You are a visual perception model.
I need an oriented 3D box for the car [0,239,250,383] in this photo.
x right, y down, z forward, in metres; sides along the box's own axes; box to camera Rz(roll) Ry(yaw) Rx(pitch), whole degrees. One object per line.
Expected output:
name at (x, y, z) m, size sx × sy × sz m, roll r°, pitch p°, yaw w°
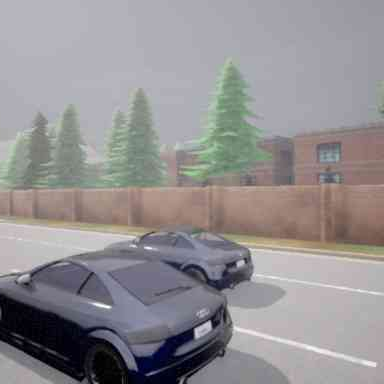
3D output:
car at (-1.501, 1.584, 5.059) m, size 4.181 × 1.385 × 1.994 m, roll 0°, pitch 0°, yaw 36°

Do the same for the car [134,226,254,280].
car at (-0.535, 1.590, 8.671) m, size 4.181 × 1.385 × 1.994 m, roll 0°, pitch 0°, yaw 36°
